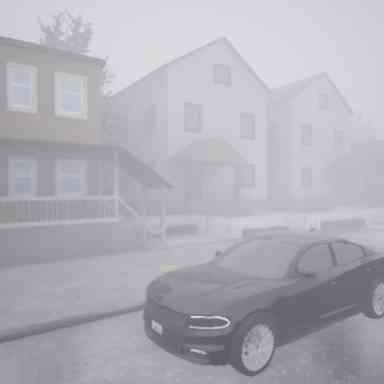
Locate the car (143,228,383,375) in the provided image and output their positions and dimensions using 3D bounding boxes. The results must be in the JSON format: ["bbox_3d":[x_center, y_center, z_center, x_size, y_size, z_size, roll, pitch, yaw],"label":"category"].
[{"bbox_3d":[1.584,1.452,5.730,5.008,1.535,1.882,0,0,-35],"label":"car"}]
